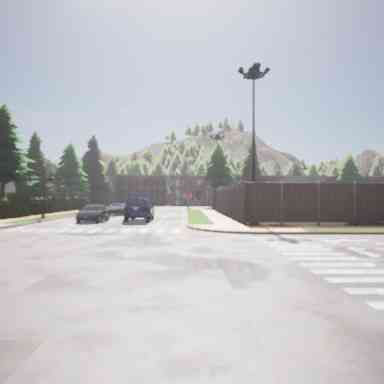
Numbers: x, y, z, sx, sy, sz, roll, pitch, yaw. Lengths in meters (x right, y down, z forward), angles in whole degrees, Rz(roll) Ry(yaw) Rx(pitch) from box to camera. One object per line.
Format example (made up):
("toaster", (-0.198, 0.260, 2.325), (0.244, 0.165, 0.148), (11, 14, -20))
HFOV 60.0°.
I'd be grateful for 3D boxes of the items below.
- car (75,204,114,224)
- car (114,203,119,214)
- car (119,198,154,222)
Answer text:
("car", (-8.298, 1.811, 28.074), (1.837, 1.490, 4.892), (0, -1, -1))
("car", (-8.506, 1.991, 38.979), (2.033, 1.411, 5.357), (0, -1, -1))
("car", (-4.644, 1.563, 29.701), (2.150, 2.045, 5.566), (0, -1, -1))
